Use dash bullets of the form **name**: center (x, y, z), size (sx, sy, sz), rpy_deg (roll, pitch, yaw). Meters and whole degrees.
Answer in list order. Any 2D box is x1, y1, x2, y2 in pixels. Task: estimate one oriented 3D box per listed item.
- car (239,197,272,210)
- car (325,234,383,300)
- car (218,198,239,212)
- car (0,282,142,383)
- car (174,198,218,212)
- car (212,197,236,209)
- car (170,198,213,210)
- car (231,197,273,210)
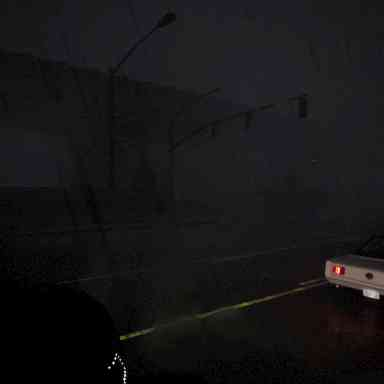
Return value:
- **car**: center (7.661, 1.295, 42.834), size (4.536, 1.218, 1.853), rpy_deg (0, 0, -7)
- **car**: center (5.142, 1.601, 7.447), size (4.718, 1.301, 1.895), rpy_deg (0, 0, -35)
- **car**: center (3.803, 1.453, 39.079), size (2.038, 1.542, 4.974), rpy_deg (0, 0, 18)
- **car**: center (-3.003, 1.221, 1.607), size (5.566, 2.045, 2.150), rpy_deg (0, 0, -35)
- **car**: center (0.060, 1.453, 36.392), size (4.974, 1.542, 2.038), rpy_deg (0, 0, 8)
- **car**: center (3.819, 1.295, 39.129), size (1.853, 1.218, 4.536), rpy_deg (0, 0, 18)
- **car**: center (0.008, 1.295, 36.399), size (4.536, 1.218, 1.853), rpy_deg (0, 0, 8)
- **car**: center (7.712, 1.453, 42.840), size (4.974, 1.542, 2.038), rpy_deg (0, 0, -7)
